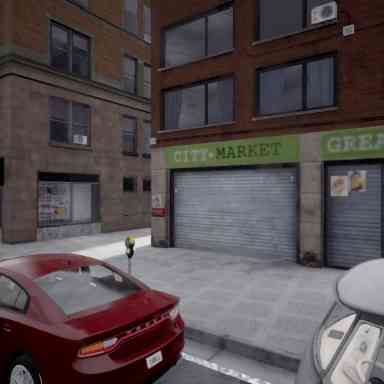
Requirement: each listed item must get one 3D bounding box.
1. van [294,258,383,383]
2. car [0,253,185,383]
[{"bbox_3d":[2.417,1.341,1.352,3.998,1.788,1.690,0,0,35],"label":"van"},{"bbox_3d":[-2.192,1.544,4.639,4.507,1.381,1.887,0,0,35],"label":"car"}]
